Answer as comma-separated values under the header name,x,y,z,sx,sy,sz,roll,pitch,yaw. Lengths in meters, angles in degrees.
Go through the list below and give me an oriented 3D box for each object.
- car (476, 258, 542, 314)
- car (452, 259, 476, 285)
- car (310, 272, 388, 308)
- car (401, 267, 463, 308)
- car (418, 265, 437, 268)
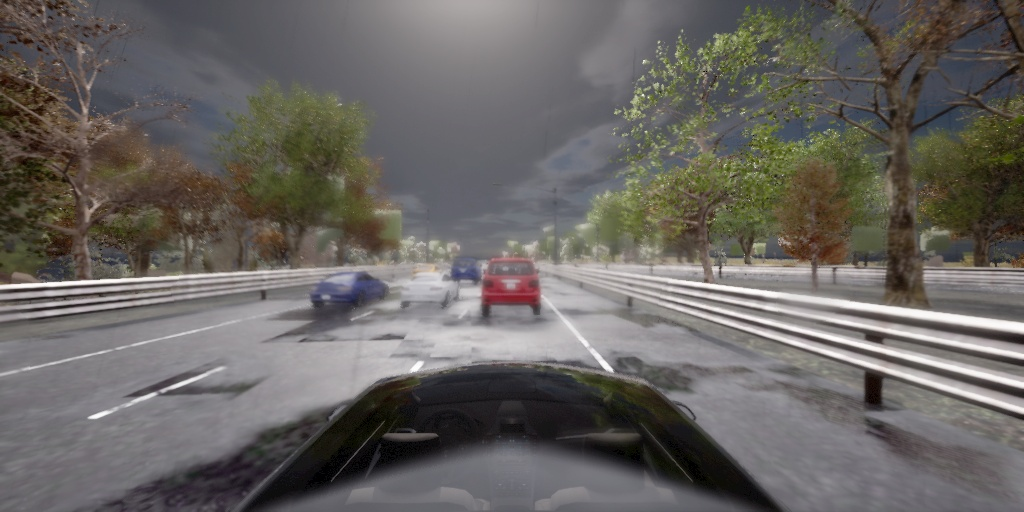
name,x,y,z,sx,sy,sz,roll,pitch,yaw
car,-0.033,1.103,14.597,2.150,2.045,5.566,0,0,0
car,-3.730,1.260,29.633,2.150,2.045,5.566,0,0,-1
car,-7.035,1.417,15.887,1.812,1.442,4.674,0,0,0
car,-3.537,1.417,15.911,1.812,1.442,4.674,0,0,0
car,-7.250,1.530,31.243,1.882,1.535,5.008,0,0,-1
